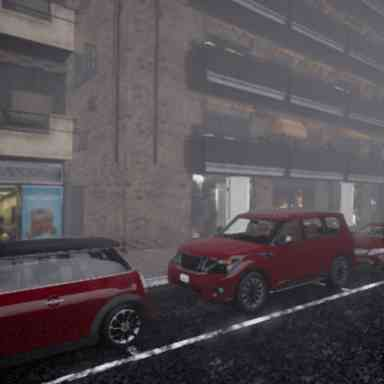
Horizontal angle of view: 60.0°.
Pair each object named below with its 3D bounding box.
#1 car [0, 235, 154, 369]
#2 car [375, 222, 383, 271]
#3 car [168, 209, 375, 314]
[{"bbox_3d":[-2.683,1.445,4.644,4.097,1.590,1.967,1,0,-35],"label":"car"},{"bbox_3d":[6.493,1.704,11.188,4.206,1.307,1.802,1,0,-35],"label":"car"},{"bbox_3d":[1.907,1.378,7.917,5.009,1.841,2.192,1,0,-35],"label":"car"}]
